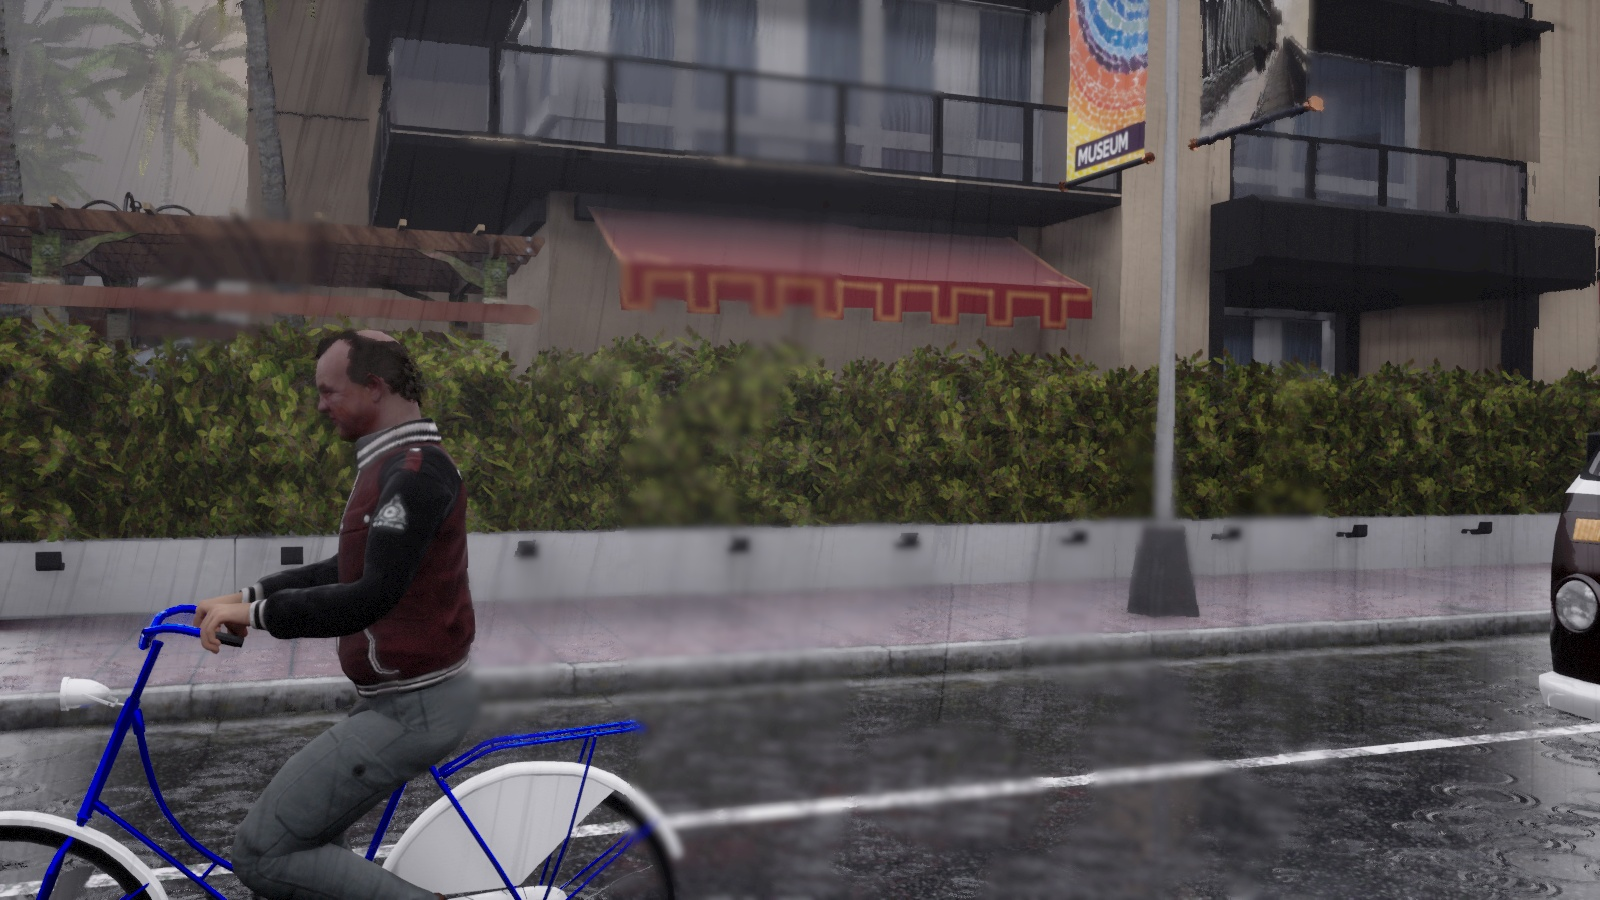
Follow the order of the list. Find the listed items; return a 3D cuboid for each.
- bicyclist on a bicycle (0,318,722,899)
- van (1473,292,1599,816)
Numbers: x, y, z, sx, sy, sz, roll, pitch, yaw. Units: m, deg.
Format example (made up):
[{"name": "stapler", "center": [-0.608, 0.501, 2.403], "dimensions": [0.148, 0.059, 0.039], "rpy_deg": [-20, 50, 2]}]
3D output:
[{"name": "bicyclist on a bicycle", "center": [-1.157, 0.636, 2.793], "dimensions": [1.843, 1.776, 0.659], "rpy_deg": [-1, 1, -21]}, {"name": "van", "center": [5.368, 0.378, 5.225], "dimensions": [4.480, 2.038, 2.069], "rpy_deg": [-1, 1, -20]}]
